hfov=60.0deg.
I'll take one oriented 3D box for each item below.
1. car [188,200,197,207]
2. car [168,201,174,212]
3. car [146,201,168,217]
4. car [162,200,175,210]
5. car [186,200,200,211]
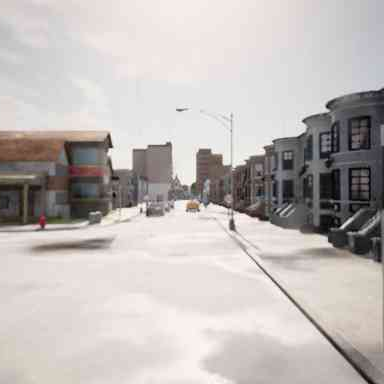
[{"bbox_3d":[0.073,2.532,71.908,1.812,1.442,4.674,0,-1,0],"label":"car"},{"bbox_3d":[-4.076,2.113,47.487,2.033,1.411,5.357,0,-1,0],"label":"car"},{"bbox_3d":[-4.088,1.955,37.739,1.837,1.490,4.892,0,-1,0],"label":"car"},{"bbox_3d":[-4.038,2.208,57.293,1.812,1.442,4.674,0,-1,1],"label":"car"},{"bbox_3d":[0.124,2.082,50.772,1.882,1.535,5.008,0,-1,0],"label":"car"}]
